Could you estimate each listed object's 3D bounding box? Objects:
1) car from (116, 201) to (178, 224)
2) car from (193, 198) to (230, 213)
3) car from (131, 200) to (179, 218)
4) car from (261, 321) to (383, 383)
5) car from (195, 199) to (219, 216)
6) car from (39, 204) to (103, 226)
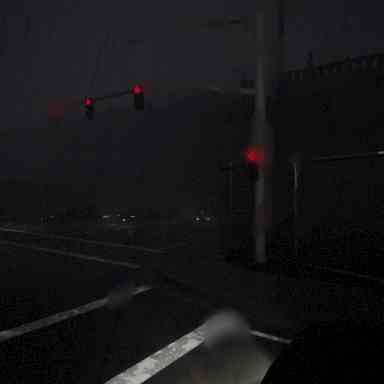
[{"bbox_3d":[-3.300,1.603,25.781,2.033,1.411,5.357,0,0,35],"label":"car"},{"bbox_3d":[2.363,1.547,39.794,2.128,1.511,4.902,0,0,35],"label":"car"},{"bbox_3d":[-3.414,1.581,31.655,1.812,1.442,4.674,0,0,36],"label":"car"},{"bbox_3d":[3.047,1.547,1.795,5.357,1.411,2.033,0,0,36],"label":"car"},{"bbox_3d":[2.533,1.603,33.993,2.033,1.411,5.357,0,0,35],"label":"car"},{"bbox_3d":[-8.702,1.581,24.254,1.812,1.442,4.674,0,0,37],"label":"car"}]
